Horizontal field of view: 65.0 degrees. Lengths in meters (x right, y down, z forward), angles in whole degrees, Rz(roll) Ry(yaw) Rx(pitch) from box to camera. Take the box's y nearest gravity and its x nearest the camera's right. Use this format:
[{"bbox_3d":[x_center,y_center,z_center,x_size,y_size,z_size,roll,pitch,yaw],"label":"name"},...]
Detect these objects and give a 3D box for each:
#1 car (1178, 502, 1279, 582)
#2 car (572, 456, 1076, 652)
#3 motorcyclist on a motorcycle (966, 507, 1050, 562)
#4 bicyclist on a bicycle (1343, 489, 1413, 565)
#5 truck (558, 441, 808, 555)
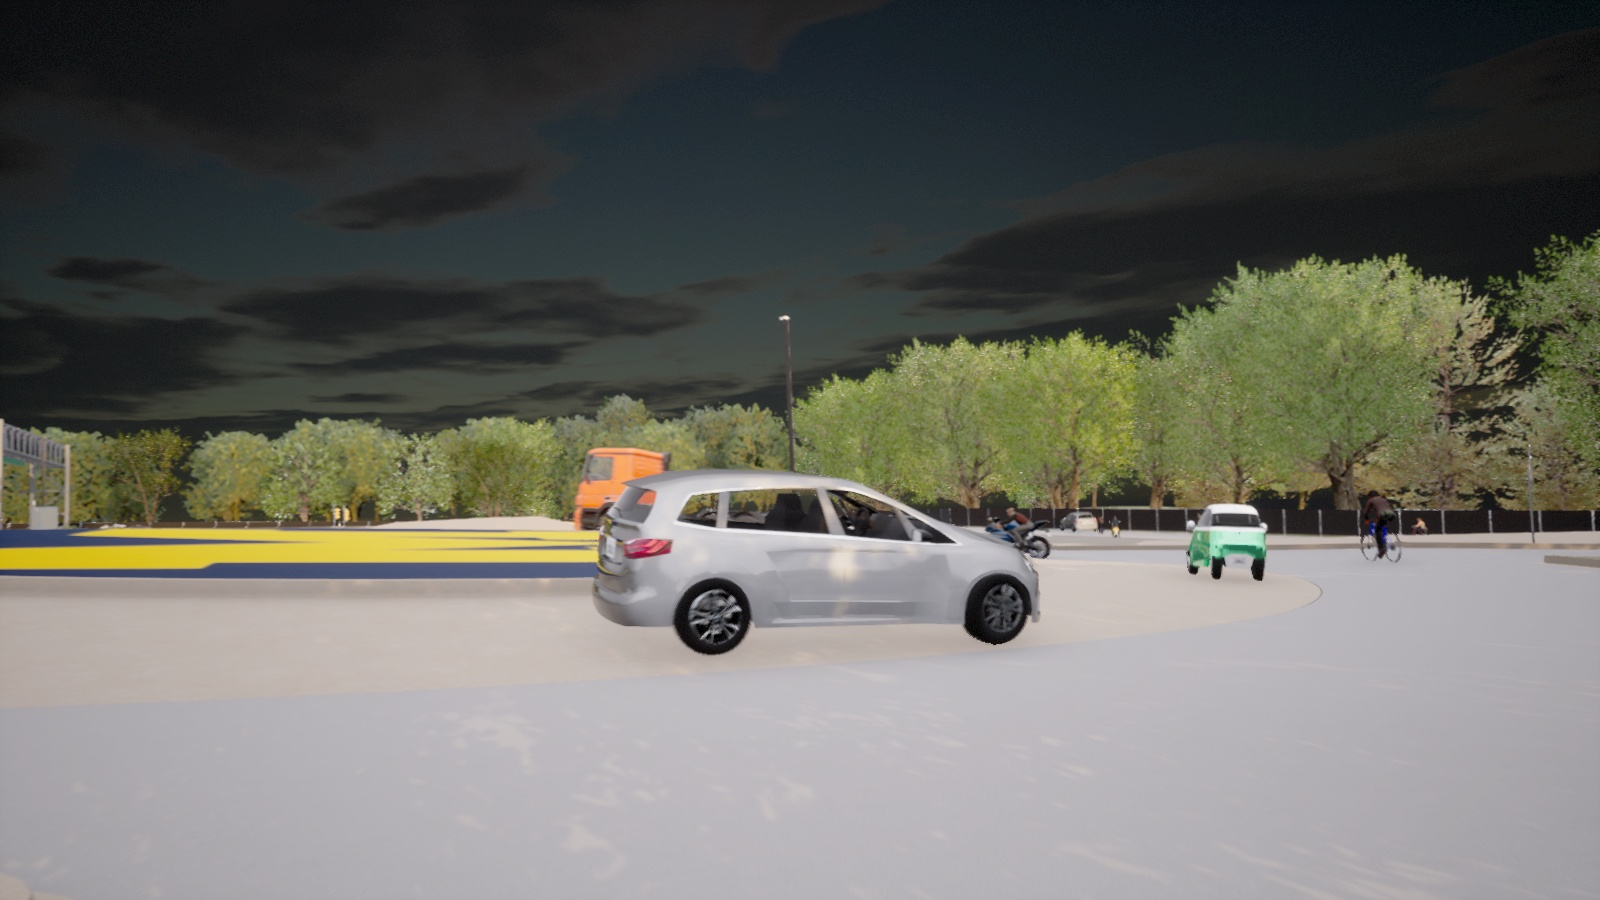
[{"bbox_3d":[8.027,1.703,23.675,1.481,1.376,2.207,1,-2,11],"label":"car"},{"bbox_3d":[0.197,0.984,12.895,4.611,1.667,2.242,2,1,-21],"label":"car"},{"bbox_3d":[6.017,2.444,36.409,2.191,1.530,0.866,-1,-7,31],"label":"motorcyclist on a motorcycle"},{"bbox_3d":[12.838,1.716,27.964,0.582,1.620,1.656,-3,-3,-4],"label":"bicyclist on a bicycle"},{"bbox_3d":[-4.053,1.650,43.492,7.936,3.462,2.891,1,-5,22],"label":"truck"}]
